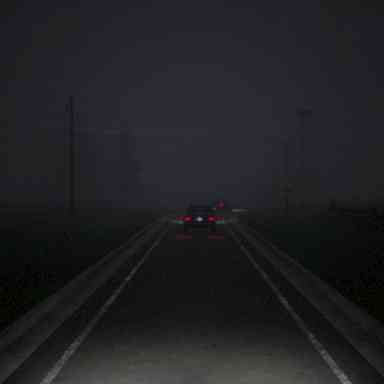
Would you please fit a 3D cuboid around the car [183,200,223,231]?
[{"bbox_3d":[0.465,1.411,19.304,2.033,1.411,5.357,0,0,2],"label":"car"}]

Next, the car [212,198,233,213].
[{"bbox_3d":[2.782,1.296,33.011,1.812,1.442,4.674,0,0,18],"label":"car"}]
